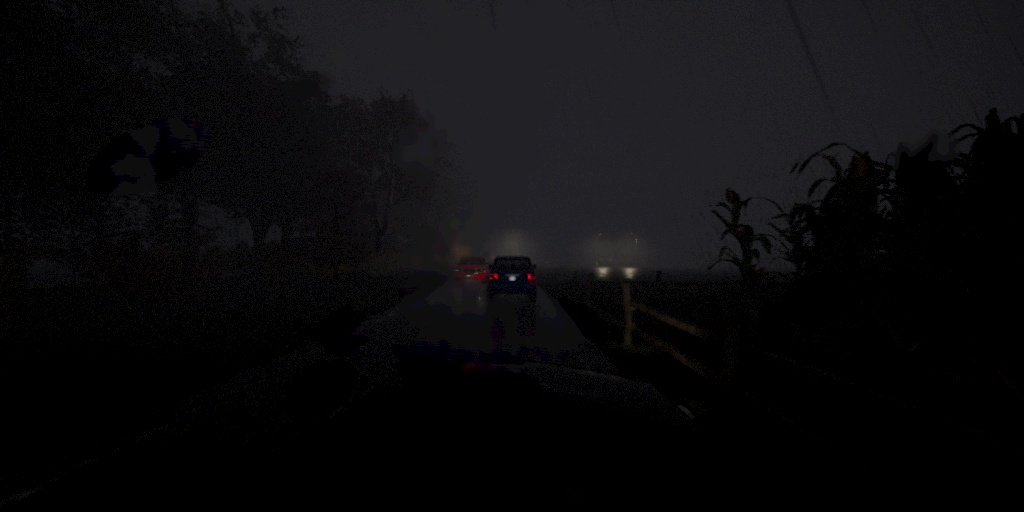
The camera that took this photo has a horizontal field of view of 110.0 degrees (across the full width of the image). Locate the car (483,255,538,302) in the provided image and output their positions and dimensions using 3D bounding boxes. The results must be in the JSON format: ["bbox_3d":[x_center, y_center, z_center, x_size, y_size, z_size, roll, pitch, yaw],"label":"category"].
[{"bbox_3d":[0.025,0.989,17.313,2.150,2.045,5.566,0,0,0],"label":"car"}]

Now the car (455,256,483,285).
[{"bbox_3d":[-2.835,1.006,26.713,2.150,2.045,5.566,0,0,0],"label":"car"}]
